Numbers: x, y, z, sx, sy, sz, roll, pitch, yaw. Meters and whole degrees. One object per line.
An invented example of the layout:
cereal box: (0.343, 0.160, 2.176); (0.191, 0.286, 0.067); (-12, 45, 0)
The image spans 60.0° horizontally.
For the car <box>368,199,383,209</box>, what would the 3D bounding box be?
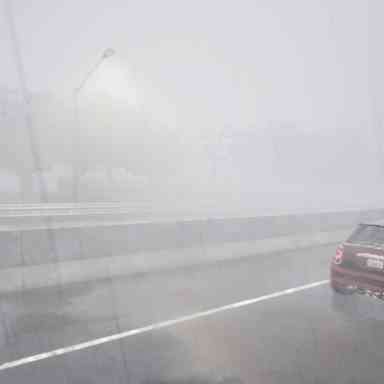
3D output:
car: (24.892, 1.622, 42.930); (5.357, 1.411, 2.033); (0, 0, -35)

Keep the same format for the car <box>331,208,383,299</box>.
car: (5.185, 1.373, 7.468); (4.553, 1.767, 2.097); (0, 0, -35)
